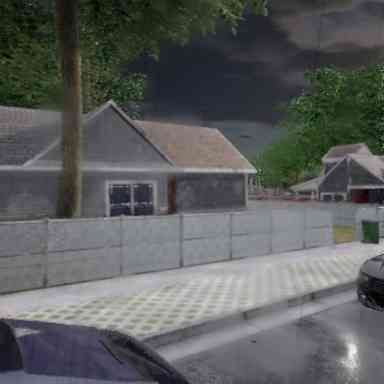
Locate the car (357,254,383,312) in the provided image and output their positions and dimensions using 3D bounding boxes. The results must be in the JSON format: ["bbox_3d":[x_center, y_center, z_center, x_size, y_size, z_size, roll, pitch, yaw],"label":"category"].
[{"bbox_3d":[5.392,1.540,6.901,5.008,1.535,1.882,1,0,-35],"label":"car"}]

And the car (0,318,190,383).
[{"bbox_3d":[-1.901,1.559,1.700,4.181,1.385,1.994,1,0,-35],"label":"car"}]
